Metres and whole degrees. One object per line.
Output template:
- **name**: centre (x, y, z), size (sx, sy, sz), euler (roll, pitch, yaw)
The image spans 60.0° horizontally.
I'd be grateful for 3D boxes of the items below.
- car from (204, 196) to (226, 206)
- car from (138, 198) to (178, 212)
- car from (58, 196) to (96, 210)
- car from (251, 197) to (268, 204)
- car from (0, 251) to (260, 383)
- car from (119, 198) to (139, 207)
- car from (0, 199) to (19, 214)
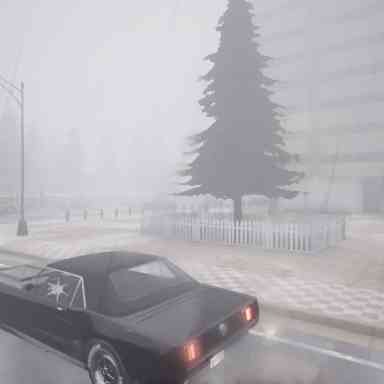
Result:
- **car**: centre (3.863, 1.352, 55.202), size (2.097, 1.767, 4.553), euler (0, 0, 36)
- **car**: centre (-3.603, 1.505, 38.857), size (1.837, 1.490, 4.892), euler (0, 0, 36)
- **car**: centre (-14.499, 1.352, 42.037), size (2.097, 1.767, 4.553), euler (0, 0, 36)
- **car**: centre (12.434, 1.526, 61.140), size (1.812, 1.442, 4.674), euler (0, 0, 35)
- **car**: centre (-1.510, 1.601, 5.084), size (4.718, 1.301, 1.895), euler (0, 0, 36)
- **car**: centre (-8.489, 1.547, 50.365), size (2.033, 1.411, 5.357), euler (0, 0, 36)
- **car**: centre (-20.395, 1.478, 33.861), size (1.882, 1.535, 5.008), euler (0, 0, 36)
